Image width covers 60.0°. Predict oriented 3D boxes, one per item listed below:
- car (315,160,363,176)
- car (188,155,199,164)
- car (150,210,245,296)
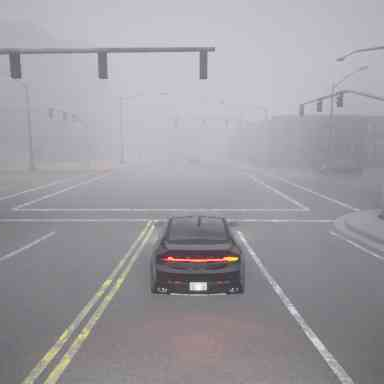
[{"bbox_3d":[15.661,-2.662,35.574,4.553,1.767,2.097,0,8,0],"label":"car"},{"bbox_3d":[0.240,-5.412,55.532,2.033,1.411,5.357,0,8,0],"label":"car"},{"bbox_3d":[0.114,1.198,8.086,1.837,1.490,4.892,0,4,0],"label":"car"}]
